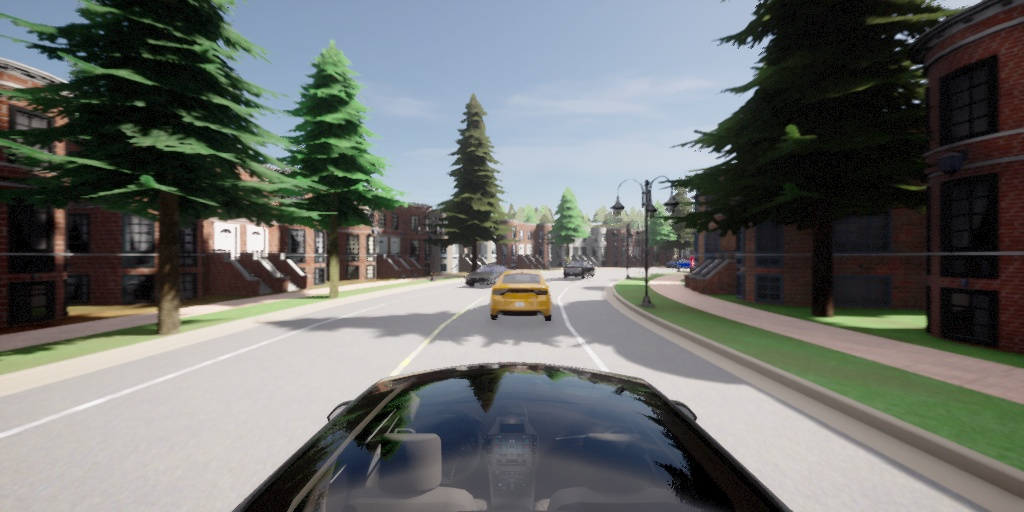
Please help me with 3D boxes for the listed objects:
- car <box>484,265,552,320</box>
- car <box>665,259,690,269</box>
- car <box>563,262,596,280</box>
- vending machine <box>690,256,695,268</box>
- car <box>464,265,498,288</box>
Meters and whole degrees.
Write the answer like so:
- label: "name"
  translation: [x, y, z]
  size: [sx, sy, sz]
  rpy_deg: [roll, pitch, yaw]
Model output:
- label: "car"
  translation: [0.387, 1.232, 12.672]
  size: [1.882, 1.535, 5.008]
  rpy_deg: [0, 0, 4]
- label: "car"
  translation: [25.999, 1.250, 55.491]
  size: [5.008, 1.535, 1.882]
  rpy_deg: [0, 0, -26]
- label: "car"
  translation: [6.082, 1.254, 31.921]
  size: [2.128, 1.511, 4.902]
  rpy_deg: [0, 0, 28]
- label: "vending machine"
  translation: [21.950, 0.963, 42.828]
  size: [0.880, 2.100, 1.100]
  rpy_deg: [0, 0, -38]
- label: "car"
  translation: [-1.321, 1.306, 23.946]
  size: [2.033, 1.411, 5.357]
  rpy_deg: [0, 0, 17]
